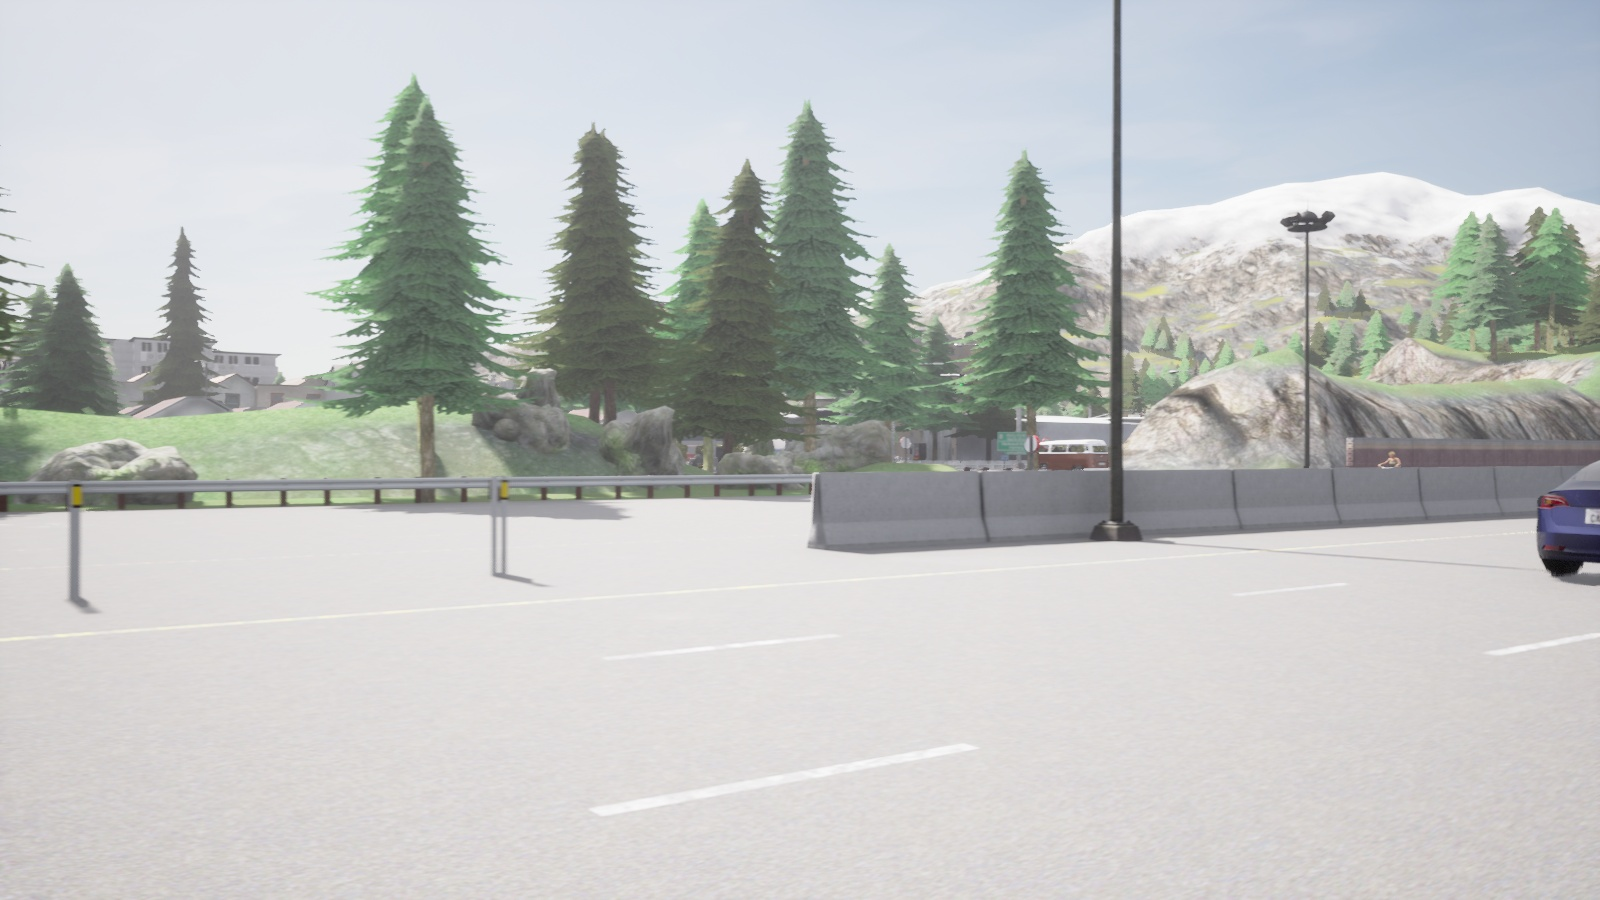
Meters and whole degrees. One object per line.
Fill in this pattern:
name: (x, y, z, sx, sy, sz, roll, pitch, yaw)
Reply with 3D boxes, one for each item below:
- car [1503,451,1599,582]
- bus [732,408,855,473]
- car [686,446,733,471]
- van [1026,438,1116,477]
car: (11.061, 0.759, 15.620, 4.792, 1.488, 2.163, 0, 0, -35)
bus: (-0.614, -0.608, 87.561, 3.944, 4.253, 10.273, 0, 0, -30)
car: (-7.069, 0.677, 98.234, 1.905, 1.878, 3.866, 1, 0, -35)
van: (14.521, 0.407, 67.524, 2.069, 2.038, 4.480, 0, 0, -35)
